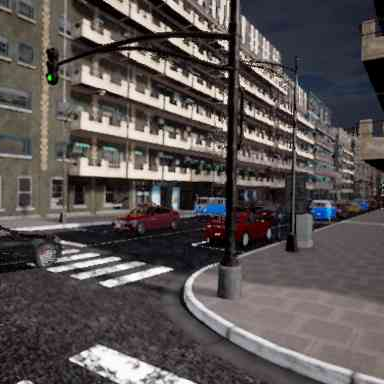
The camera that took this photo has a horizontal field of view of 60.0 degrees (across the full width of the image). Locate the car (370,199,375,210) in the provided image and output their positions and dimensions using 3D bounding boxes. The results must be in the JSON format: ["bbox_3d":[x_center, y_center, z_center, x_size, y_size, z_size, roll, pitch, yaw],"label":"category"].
[{"bbox_3d":[27.749,2.241,53.442,1.802,1.307,4.206,1,0,34],"label":"car"}]

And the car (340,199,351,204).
[{"bbox_3d":[39.888,2.451,86.404,2.008,1.369,4.403,1,0,34],"label":"car"}]

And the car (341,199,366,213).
[{"bbox_3d":[21.485,2.044,44.160,1.752,1.417,4.829,1,0,34],"label":"car"}]

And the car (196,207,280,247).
[{"bbox_3d":[2.316,1.654,15.745,1.887,1.381,4.507,1,0,34],"label":"car"}]

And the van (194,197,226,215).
[{"bbox_3d":[1.750,1.376,29.851,1.690,1.788,3.998,1,0,34],"label":"van"}]

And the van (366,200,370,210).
[{"bbox_3d":[24.574,1.929,48.731,1.690,1.788,3.998,1,0,34],"label":"van"}]

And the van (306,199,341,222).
[{"bbox_3d":[11.855,1.650,29.883,1.690,1.788,3.998,1,0,34],"label":"van"}]

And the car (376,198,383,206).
[{"bbox_3d":[46.833,2.423,81.713,2.192,1.841,5.009,1,0,34],"label":"car"}]

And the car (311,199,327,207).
[{"bbox_3d":[23.988,2.106,62.844,1.802,1.307,4.206,1,0,34],"label":"car"}]

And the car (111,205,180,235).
[{"bbox_3d":[-2.479,1.491,18.989,1.812,1.442,4.674,2,0,34],"label":"car"}]

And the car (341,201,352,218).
[{"bbox_3d":[15.029,1.959,34.595,1.802,1.307,4.206,1,0,34],"label":"car"}]

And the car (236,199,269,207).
[{"bbox_3d":[5.234,1.605,30.406,1.882,1.535,5.008,2,1,34],"label":"car"}]

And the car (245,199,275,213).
[{"bbox_3d":[8.082,1.610,39.292,1.967,1.590,4.097,1,0,34],"label":"car"}]

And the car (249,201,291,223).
[{"bbox_3d":[6.949,1.733,27.417,2.033,1.411,5.357,2,0,34],"label":"car"}]

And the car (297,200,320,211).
[{"bbox_3d":[16.615,1.885,47.104,1.837,1.490,4.892,2,0,34],"label":"car"}]

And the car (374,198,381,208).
[{"bbox_3d":[34.109,2.387,62.865,1.802,1.307,4.206,1,0,34],"label":"car"}]

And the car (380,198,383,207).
[{"bbox_3d":[37.290,2.424,67.577,1.887,1.381,4.507,1,0,34],"label":"car"}]

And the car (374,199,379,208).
[{"bbox_3d":[30.930,2.298,58.153,1.947,1.339,4.313,1,0,34],"label":"car"}]

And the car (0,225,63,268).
[{"bbox_3d":[-5.713,1.400,8.664,1.812,1.442,4.674,2,0,34],"label":"car"}]
